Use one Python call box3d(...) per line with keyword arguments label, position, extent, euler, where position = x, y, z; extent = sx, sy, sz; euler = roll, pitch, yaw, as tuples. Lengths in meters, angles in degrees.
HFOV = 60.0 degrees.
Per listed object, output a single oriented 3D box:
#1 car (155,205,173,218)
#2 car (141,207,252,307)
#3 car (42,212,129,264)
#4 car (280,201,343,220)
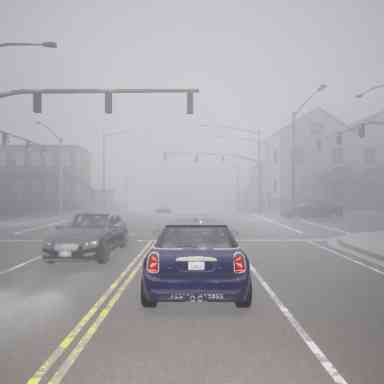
box3d(label="car", position=(-3.558, 2.570, 42.599), extent=(1.895, 1.301, 4.718), euler=(0, -8, 0))
box3d(label="car", position=(0.093, 1.352, 8.116), extent=(2.097, 1.767, 4.553), euler=(0, 0, 0))
box3d(label="car", position=(-3.546, 1.492, 11.859), extent=(2.128, 1.511, 4.902), euler=(0, 0, 1))
box3d(label="car", position=(9.872, 1.479, 27.561), extent=(5.008, 1.535, 1.882), euler=(0, 0, -2))
